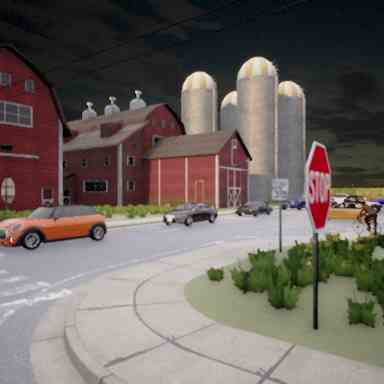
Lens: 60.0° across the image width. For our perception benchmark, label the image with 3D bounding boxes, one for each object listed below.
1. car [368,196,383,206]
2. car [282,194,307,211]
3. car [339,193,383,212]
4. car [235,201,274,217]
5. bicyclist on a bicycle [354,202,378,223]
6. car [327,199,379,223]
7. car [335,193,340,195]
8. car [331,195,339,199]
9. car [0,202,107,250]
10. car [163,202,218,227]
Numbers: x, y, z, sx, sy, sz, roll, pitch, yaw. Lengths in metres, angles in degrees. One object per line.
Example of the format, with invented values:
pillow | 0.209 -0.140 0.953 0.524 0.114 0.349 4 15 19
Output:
car | 32.594 1.479 56.343 4.611 1.667 2.242 0 0 35
car | 13.017 1.219 41.693 2.150 2.045 5.566 0 0 35
car | 18.715 1.312 36.511 3.866 1.878 1.905 0 0 35
car | 6.049 1.544 31.683 2.033 1.411 5.357 0 0 35
bicyclist on a bicycle | 8.544 1.300 16.289 0.582 1.620 1.656 0 0 -21
car | 11.450 1.504 25.139 4.193 1.474 1.816 0 0 35
car | 22.078 1.219 48.545 2.150 2.045 5.566 0 0 35
car | 16.217 1.489 39.986 2.128 1.511 4.902 0 0 35
car | -6.052 1.349 14.549 2.097 1.767 4.553 0 0 39
car | -0.008 1.488 22.927 2.128 1.511 4.902 0 0 35
